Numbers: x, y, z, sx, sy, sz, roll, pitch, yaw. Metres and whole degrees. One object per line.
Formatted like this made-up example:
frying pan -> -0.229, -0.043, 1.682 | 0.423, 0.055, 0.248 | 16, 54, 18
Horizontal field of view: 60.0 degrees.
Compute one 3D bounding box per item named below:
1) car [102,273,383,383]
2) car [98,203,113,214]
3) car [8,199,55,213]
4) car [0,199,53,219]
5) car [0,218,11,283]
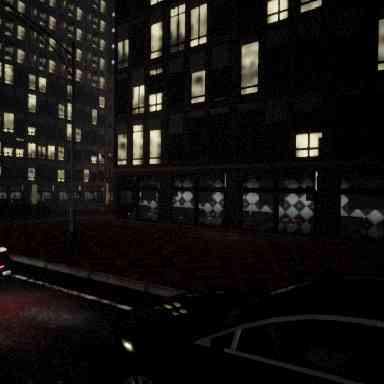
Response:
car -> 1.315, 1.491, 2.743 | 4.902, 1.511, 2.128 | 0, 0, 35
car -> -8.879, 1.829, 39.777 | 1.752, 1.417, 4.829 | 1, 0, 36
car -> -19.175, 1.642, 39.925 | 1.752, 1.417, 4.829 | 1, 0, 36
car -> -15.663, 1.519, 30.556 | 2.192, 1.841, 5.009 | 1, 0, 36
car -> -6.367, 1.487, 8.197 | 4.902, 1.511, 2.128 | 0, 0, 36
